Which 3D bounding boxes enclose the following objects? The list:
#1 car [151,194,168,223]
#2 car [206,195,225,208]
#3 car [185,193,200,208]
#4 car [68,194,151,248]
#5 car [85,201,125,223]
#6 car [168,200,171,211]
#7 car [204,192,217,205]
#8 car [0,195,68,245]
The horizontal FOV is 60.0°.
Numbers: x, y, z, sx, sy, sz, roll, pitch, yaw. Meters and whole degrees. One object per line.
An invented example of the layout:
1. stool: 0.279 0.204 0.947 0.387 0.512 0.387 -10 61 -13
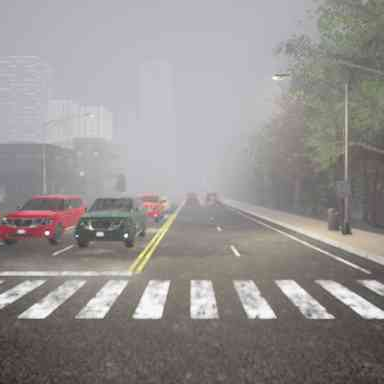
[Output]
1. car: -3.362 1.145 25.300 2.150 2.045 5.566 0 0 1
2. car: 3.313 1.464 45.166 1.895 1.301 4.718 0 0 0
3. car: 0.062 1.338 46.199 1.882 1.535 5.008 0 0 0
4. car: -3.364 1.176 14.900 2.150 2.045 5.566 0 0 0
5. car: -6.609 1.486 25.741 1.994 1.385 4.181 0 0 1
6. car: -3.376 1.369 35.830 1.882 1.535 5.008 0 0 0
7. car: 3.203 1.053 55.145 2.150 2.045 5.566 0 0 0
8. car: -6.613 1.174 15.647 2.150 2.045 5.566 0 0 0
